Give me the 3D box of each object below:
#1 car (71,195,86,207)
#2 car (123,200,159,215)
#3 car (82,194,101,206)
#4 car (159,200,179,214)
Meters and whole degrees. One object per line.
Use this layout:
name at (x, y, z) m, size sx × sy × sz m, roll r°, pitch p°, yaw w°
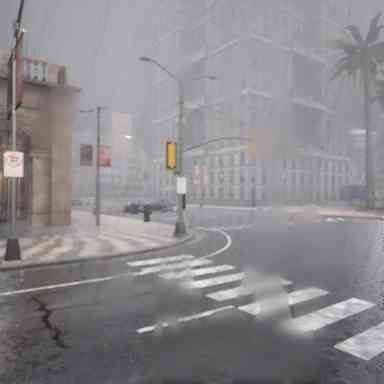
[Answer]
car at (-19.645, 1.613, 54.684) m, size 2.128 × 1.511 × 4.902 m, roll 1°, pitch 0°, yaw -36°
car at (-5.718, 1.685, 35.381) m, size 1.994 × 1.385 × 4.181 m, roll 1°, pitch 0°, yaw -36°
car at (-17.714, 1.371, 57.990) m, size 2.150 × 2.045 × 5.566 m, roll 1°, pitch -1°, yaw -36°
car at (-3.213, 1.639, 37.890) m, size 2.128 × 1.511 × 4.902 m, roll 1°, pitch 0°, yaw -36°
